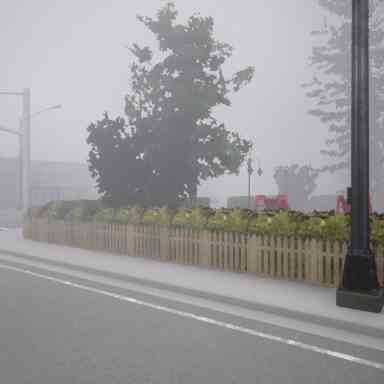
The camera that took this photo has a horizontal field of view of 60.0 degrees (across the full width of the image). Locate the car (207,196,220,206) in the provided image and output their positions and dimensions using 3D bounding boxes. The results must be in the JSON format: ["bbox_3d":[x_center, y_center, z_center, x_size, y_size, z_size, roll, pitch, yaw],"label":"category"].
[{"bbox_3d":[2.787,1.500,53.960,1.837,1.490,4.892,0,0,35],"label":"car"}]
